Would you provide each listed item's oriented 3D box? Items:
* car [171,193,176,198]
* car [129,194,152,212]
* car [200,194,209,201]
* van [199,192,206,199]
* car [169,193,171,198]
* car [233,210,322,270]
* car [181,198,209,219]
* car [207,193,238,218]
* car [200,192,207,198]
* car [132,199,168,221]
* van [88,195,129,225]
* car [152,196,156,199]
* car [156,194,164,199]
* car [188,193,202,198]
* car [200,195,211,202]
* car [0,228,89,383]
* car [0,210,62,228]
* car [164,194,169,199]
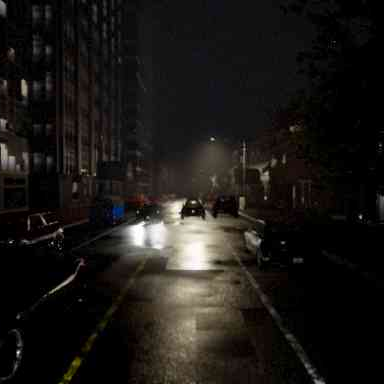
[{"bbox_3d":[-5.707,0.957,94.408,1.967,1.590,4.097,-1,0,0],"label":"car"},{"bbox_3d":[-5.706,1.144,33.524,2.192,1.841,5.009,-1,0,0],"label":"car"},{"bbox_3d":[2.676,1.212,72.257,1.802,1.307,4.206,-1,0,0],"label":"car"},{"bbox_3d":[2.672,0.914,83.324,1.690,1.788,3.998,-1,0,0],"label":"van"},{"bbox_3d":[-5.705,1.185,66.564,1.752,1.417,4.829,-1,0,0],"label":"car"},{"bbox_3d":[2.689,1.496,10.642,2.008,1.369,4.403,-1,0,0],"label":"car"},{"bbox_3d":[0.091,1.425,27.206,1.994,1.385,4.181,0,0,0],"label":"car"},{"bbox_3d":[2.673,1.172,27.980,2.192,1.841,5.009,-1,0,0],"label":"car"},{"bbox_3d":[2.673,1.030,55.653,2.192,1.841,5.009,-1,0,0],"label":"car"},{"bbox_3d":[-3.075,1.471,25.528,1.895,1.301,4.718,0,0,0],"label":"car"},{"bbox_3d":[-5.706,1.227,22.455,1.690,1.788,3.998,-1,0,0],"label":"van"},{"bbox_3d":[-5.704,1.327,38.890,1.752,1.417,4.829,-1,0,0],"label":"car"},{"bbox_3d":[-5.704,1.289,50.130,1.887,1.381,4.507,-1,0,0],"label":"car"},{"bbox_3d":[0.103,1.290,45.933,1.812,1.442,4.674,0,0,0],"label":"car"},{"bbox_3d":[2.676,1.224,66.722,1.947,1.339,4.313,-1,0,0],"label":"car"},{"bbox_3d":[-3.090,1.538,5.114,1.994,1.385,4.181,0,0,1],"label":"car"},{"bbox_3d":[-5.716,1.386,10.658,1.967,1.590,4.097,-1,0,0],"label":"car"},{"bbox_3d":[-5.705,1.213,61.029,1.752,1.417,4.829,-1,0,0],"label":"car"}]
